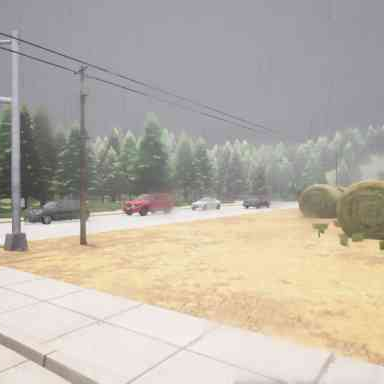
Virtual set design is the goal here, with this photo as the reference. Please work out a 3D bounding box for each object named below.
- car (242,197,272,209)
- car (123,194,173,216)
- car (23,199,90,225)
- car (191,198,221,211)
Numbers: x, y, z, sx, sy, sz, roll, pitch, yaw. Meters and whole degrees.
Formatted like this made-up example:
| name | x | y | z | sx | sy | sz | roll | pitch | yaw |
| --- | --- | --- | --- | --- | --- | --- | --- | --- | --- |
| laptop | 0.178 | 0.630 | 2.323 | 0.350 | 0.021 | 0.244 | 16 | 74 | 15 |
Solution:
| name | x | y | z | sx | sy | sz | roll | pitch | yaw |
| --- | --- | --- | --- | --- | --- | --- | --- | --- | --- |
| car | 8.466 | 1.410 | 43.134 | 2.033 | 1.411 | 5.357 | 0 | 0 | 37 |
| car | -4.139 | 1.179 | 32.386 | 2.150 | 2.045 | 5.566 | 0 | 0 | 37 |
| car | -9.926 | 1.362 | 24.612 | 2.097 | 1.767 | 4.553 | 0 | 0 | 37 |
| car | 1.777 | 1.431 | 40.324 | 1.812 | 1.442 | 4.674 | 0 | 0 | 37 |
